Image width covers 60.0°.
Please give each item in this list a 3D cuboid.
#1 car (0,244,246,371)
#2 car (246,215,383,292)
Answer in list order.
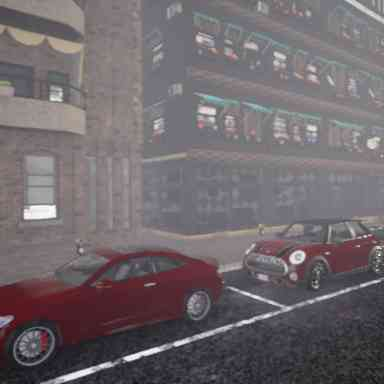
[{"bbox_3d":[-1.295,1.586,5.607,4.206,1.307,1.802,0,-1,-35],"label":"car"},{"bbox_3d":[3.264,1.454,8.862,4.097,1.590,1.967,0,-1,-36],"label":"car"}]
